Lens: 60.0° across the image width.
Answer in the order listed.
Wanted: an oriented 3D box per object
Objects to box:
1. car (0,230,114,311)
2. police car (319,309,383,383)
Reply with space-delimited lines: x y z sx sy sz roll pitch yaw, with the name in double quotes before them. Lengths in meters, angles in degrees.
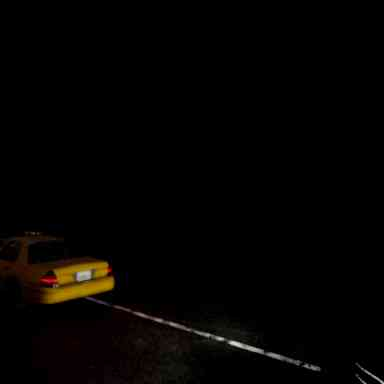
"car" -4.236 1.742 8.467 5.366 1.575 1.801 -1 -3 38
"police car" 3.678 1.574 2.273 5.238 1.638 1.930 -1 -3 38
